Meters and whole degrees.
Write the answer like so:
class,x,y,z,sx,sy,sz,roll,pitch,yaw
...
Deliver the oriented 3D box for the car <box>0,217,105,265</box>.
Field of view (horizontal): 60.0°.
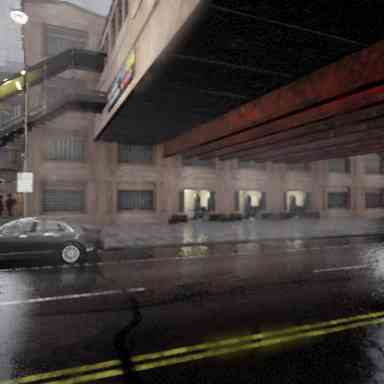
class,x,y,z,sx,sy,sz,roll,pitch,yaw
car,-5.510,1.621,11.446,4.892,1.521,2.231,0,-1,-13
